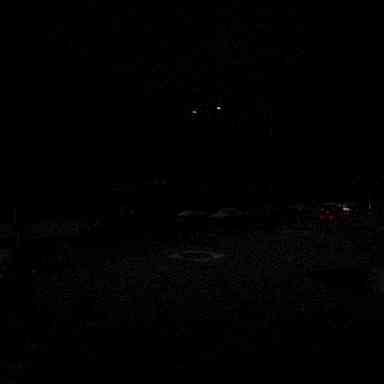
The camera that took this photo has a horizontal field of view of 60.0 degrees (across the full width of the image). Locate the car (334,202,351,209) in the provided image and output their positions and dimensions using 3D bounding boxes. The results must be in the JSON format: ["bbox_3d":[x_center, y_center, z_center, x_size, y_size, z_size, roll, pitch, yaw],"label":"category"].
[{"bbox_3d":[27.916,2.484,61.605,1.947,1.339,4.313,-1,-1,35],"label":"car"}]

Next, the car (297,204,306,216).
[{"bbox_3d":[12.298,2.091,39.565,2.008,1.369,4.403,-1,-1,35],"label":"car"}]

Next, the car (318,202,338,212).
[{"bbox_3d":[21.669,2.318,52.789,2.008,1.369,4.403,-1,-1,35],"label":"car"}]

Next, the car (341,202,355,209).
[{"bbox_3d":[31.040,2.575,66.013,1.802,1.307,4.206,-1,-1,35],"label":"car"}]

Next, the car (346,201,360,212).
[{"bbox_3d":[23.903,2.272,51.192,2.128,1.511,4.902,0,-1,36],"label":"car"}]

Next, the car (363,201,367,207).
[{"bbox_3d":[40.410,2.787,79.236,1.947,1.339,4.313,-1,-1,35],"label":"car"}]

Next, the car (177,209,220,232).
[{"bbox_3d":[-0.197,1.817,21.933,1.802,1.307,4.206,-1,-1,35],"label":"car"}]

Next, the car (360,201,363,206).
[{"bbox_3d":[34.164,2.634,70.420,1.947,1.339,4.313,-1,-1,35],"label":"car"}]

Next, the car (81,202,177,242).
[{"bbox_3d":[-3.320,1.473,17.530,2.192,1.841,5.009,-1,-1,35],"label":"car"}]

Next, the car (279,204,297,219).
[{"bbox_3d":[9.174,2.030,35.157,1.947,1.339,4.313,-1,-1,35],"label":"car"}]

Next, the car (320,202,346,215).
[{"bbox_3d":[18.110,2.241,43.015,1.895,1.301,4.718,0,-1,35],"label":"car"}]

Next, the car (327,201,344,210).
[{"bbox_3d":[24.695,2.366,57.059,1.752,1.417,4.829,-1,-1,35],"label":"car"}]

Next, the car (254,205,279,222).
[{"bbox_3d":[6.051,1.954,30.749,1.947,1.339,4.313,-1,-1,35],"label":"car"}]

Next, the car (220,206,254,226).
[{"bbox_3d":[2.829,1.834,26.203,1.752,1.417,4.829,-1,-1,35],"label":"car"}]
